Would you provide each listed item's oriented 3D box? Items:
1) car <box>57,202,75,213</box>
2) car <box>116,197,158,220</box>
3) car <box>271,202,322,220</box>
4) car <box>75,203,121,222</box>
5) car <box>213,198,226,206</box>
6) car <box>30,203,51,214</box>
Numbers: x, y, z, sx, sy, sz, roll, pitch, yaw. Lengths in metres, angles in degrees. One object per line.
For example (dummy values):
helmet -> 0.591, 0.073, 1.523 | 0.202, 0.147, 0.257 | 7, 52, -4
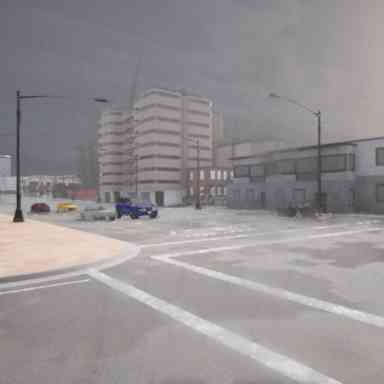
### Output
car -> -18.164, 2.215, 48.343 | 1.882, 1.535, 5.008 | 0, -1, -36
car -> -5.341, 1.489, 31.171 | 2.150, 2.045, 5.566 | 0, -1, -37
car -> 9.016, 1.611, 29.135 | 1.837, 1.490, 4.892 | 0, -1, -27
car -> -8.343, 1.876, 29.340 | 1.895, 1.301, 4.718 | 0, -1, -37
car -> 5.582, 1.790, 60.056 | 1.970, 1.475, 3.806 | 0, -1, -37
car -> -21.330, 2.227, 46.741 | 1.882, 1.535, 5.008 | 0, -1, -36
